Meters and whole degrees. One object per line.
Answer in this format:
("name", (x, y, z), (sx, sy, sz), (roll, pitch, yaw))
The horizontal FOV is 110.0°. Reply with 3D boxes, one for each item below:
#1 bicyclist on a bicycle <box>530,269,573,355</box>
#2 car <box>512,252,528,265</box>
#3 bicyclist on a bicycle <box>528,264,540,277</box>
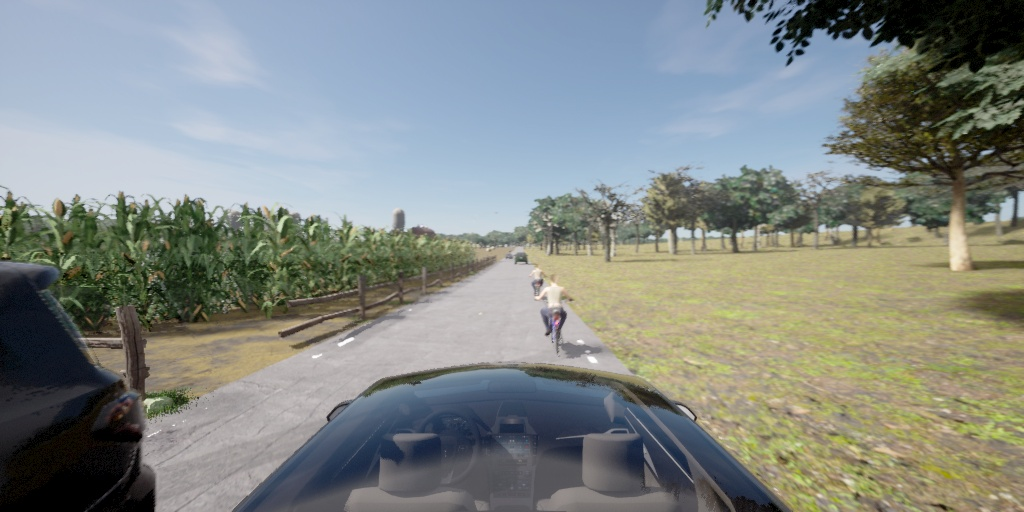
("bicyclist on a bicycle", (0.905, 1.181, 7.711), (0.866, 1.612, 1.509), (0, 0, 2))
("car", (1.558, 0.353, 60.666), (2.150, 2.045, 5.566), (0, 1, 1))
("bicyclist on a bicycle", (1.180, 1.168, 16.440), (0.866, 1.612, 1.509), (0, 0, 1))
